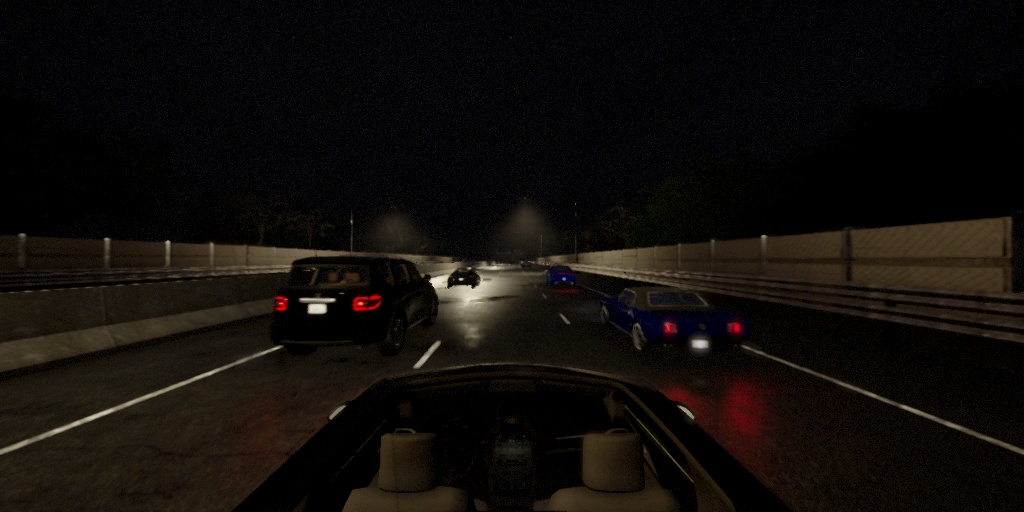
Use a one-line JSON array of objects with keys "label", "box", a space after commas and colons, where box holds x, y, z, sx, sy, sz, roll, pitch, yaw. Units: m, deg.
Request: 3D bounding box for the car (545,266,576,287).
[{"label": "car", "box": [3.601, 1.464, 27.209, 1.882, 1.535, 5.008, 0, -1, 0]}]

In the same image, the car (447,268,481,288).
[{"label": "car", "box": [-3.399, 1.539, 25.928, 1.994, 1.385, 4.181, 0, -1, 0]}]

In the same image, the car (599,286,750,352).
[{"label": "car", "box": [3.600, 1.418, 9.073, 1.895, 1.301, 4.718, 0, -1, 0]}]

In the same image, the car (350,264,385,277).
[{"label": "car", "box": [-17.564, 1.703, 43.888, 2.033, 1.411, 5.357, 0, -1, 0]}]

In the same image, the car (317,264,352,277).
[{"label": "car", "box": [-21.066, 1.669, 42.689, 1.812, 1.442, 4.674, 0, -1, 0]}]

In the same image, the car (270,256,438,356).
[{"label": "car", "box": [-3.400, 1.038, 8.945, 2.150, 2.045, 5.566, 0, -1, 0]}]
